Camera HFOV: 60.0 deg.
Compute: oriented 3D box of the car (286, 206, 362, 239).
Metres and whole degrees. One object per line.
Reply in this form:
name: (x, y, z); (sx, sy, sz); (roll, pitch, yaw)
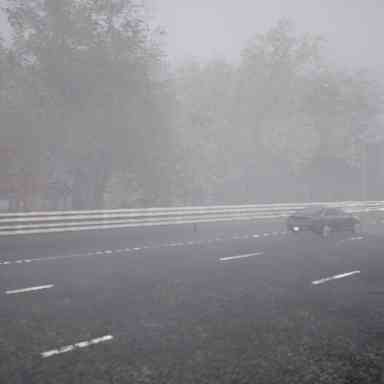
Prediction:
car: (6.977, 1.497, 17.380); (4.892, 1.490, 1.837); (0, 0, -36)
